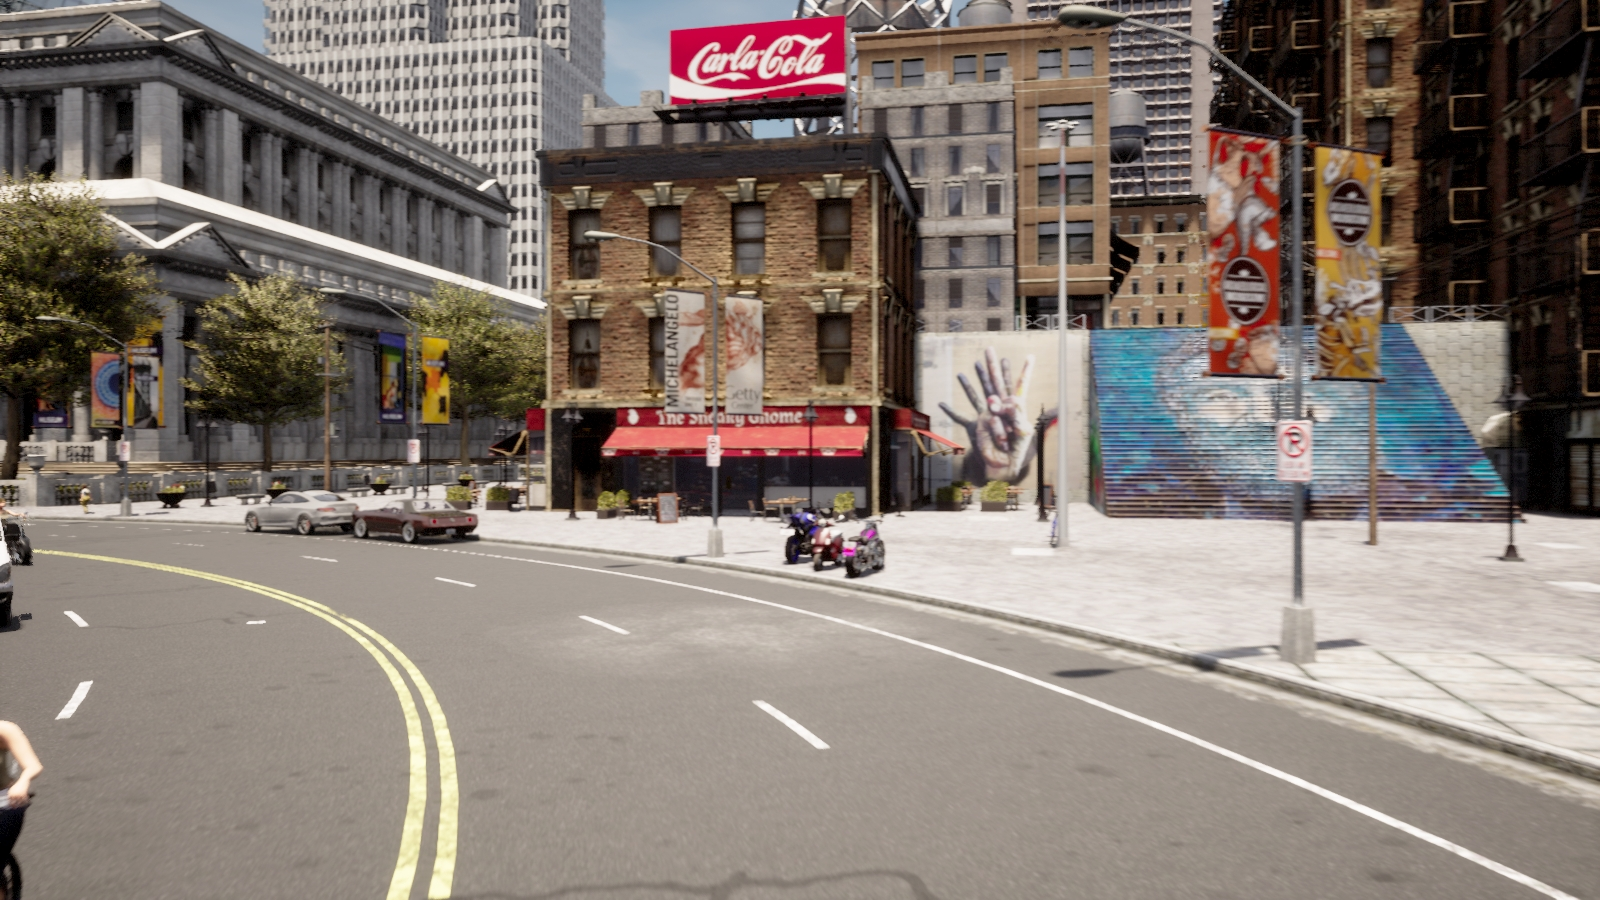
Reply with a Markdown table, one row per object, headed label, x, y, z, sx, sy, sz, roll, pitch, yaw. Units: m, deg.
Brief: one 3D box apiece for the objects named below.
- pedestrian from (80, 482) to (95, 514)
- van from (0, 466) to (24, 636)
| label | x | y | z | sx | sy | sz | roll | pitch | yaw |
| --- | --- | --- | --- | --- | --- | --- | --- | --- | --- |
| pedestrian | -29.680 | 1.997 | 47.609 | 0.375 | 1.300 | 0.375 | 0 | 0 | 14 |
| van | -14.649 | 1.545 | 19.034 | 1.988 | 2.561 | 5.915 | 0 | 0 | -43 |
